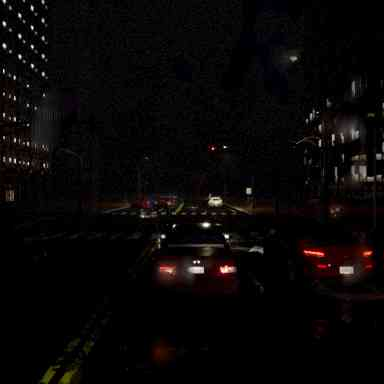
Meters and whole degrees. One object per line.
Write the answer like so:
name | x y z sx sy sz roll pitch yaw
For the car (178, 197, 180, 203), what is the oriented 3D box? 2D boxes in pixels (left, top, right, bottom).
car | -3.425 1.421 59.167 2.128 1.511 4.902 0 0 0

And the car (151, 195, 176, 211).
car | -3.407 1.319 40.655 2.097 1.767 4.553 0 0 0

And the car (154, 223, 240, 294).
car | 0.087 1.544 8.904 2.033 1.411 5.357 0 0 0

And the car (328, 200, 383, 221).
car | 13.335 1.393 26.829 4.553 1.767 2.097 0 0 1

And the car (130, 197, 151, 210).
car | -6.662 1.441 42.276 1.882 1.535 5.008 0 0 0

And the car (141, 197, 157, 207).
car | -6.676 1.470 52.197 1.812 1.442 4.674 0 0 0

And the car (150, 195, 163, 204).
car | -6.681 1.427 62.562 1.837 1.490 4.892 0 0 0

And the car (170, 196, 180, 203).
car | -3.441 1.471 69.201 1.994 1.385 4.181 0 0 -1

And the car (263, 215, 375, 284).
car | 3.336 1.522 9.489 1.812 1.442 4.674 0 0 0

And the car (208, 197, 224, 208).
car | 3.241 1.483 45.892 1.812 1.442 4.674 0 0 0

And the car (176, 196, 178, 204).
car | -3.419 1.455 49.547 1.837 1.490 4.892 0 0 0
